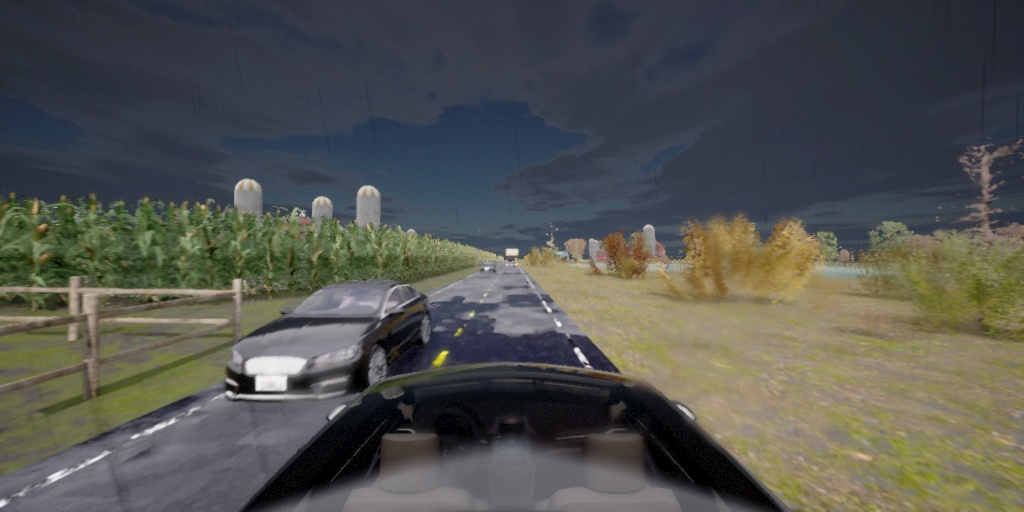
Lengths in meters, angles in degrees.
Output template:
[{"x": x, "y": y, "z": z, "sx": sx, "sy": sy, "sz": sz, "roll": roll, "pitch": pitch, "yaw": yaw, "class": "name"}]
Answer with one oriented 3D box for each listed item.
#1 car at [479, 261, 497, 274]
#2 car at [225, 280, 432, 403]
[{"x": -2.828, "y": 1.298, "z": 43.025, "sx": 2.128, "sy": 1.511, "sz": 4.902, "roll": 0, "pitch": 0, "yaw": 0, "class": "car"}, {"x": -2.830, "y": 1.244, "z": 6.689, "sx": 2.128, "sy": 1.511, "sz": 4.902, "roll": 0, "pitch": 0, "yaw": 0, "class": "car"}]
